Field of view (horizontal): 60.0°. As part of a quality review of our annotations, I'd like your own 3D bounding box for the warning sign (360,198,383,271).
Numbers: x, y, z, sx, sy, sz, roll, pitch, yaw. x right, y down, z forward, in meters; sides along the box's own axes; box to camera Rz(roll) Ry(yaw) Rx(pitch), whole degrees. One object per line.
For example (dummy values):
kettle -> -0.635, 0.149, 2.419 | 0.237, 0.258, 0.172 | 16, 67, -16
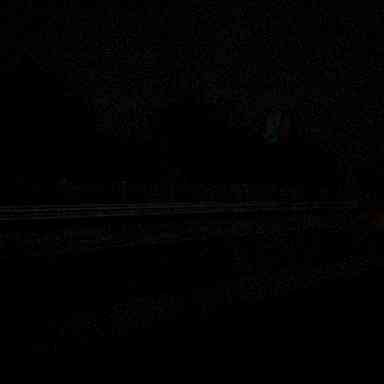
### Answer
warning sign -> 5.505, 1.141, 9.063 | 1.060, 1.860, 1.300 | -1, 2, -35
